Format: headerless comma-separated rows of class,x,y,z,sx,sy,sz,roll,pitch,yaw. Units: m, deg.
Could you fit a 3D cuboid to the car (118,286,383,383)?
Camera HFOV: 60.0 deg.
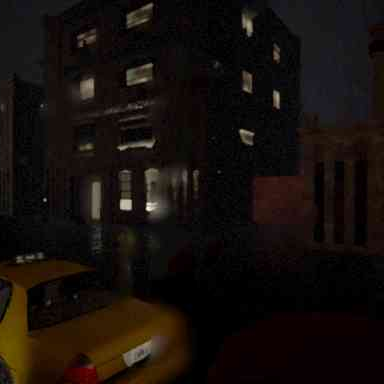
car,2.284,1.324,1.249,5.009,1.841,2.192,0,0,35

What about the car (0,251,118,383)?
car,-2.369,1.495,4.560,4.829,1.417,1.752,0,0,35
